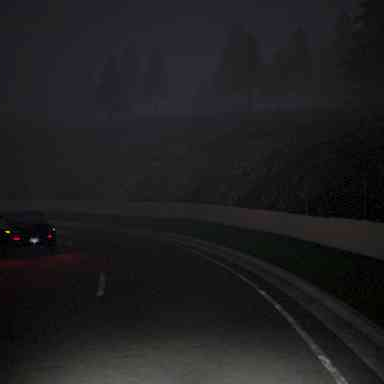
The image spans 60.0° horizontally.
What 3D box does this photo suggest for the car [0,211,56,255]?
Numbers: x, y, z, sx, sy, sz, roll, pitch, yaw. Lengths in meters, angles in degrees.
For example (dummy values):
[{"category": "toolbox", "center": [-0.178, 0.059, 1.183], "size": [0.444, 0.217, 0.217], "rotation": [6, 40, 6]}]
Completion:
[{"category": "car", "center": [-6.792, 1.455, 13.144], "size": [1.812, 1.442, 4.674], "rotation": [1, 0, -38]}]
